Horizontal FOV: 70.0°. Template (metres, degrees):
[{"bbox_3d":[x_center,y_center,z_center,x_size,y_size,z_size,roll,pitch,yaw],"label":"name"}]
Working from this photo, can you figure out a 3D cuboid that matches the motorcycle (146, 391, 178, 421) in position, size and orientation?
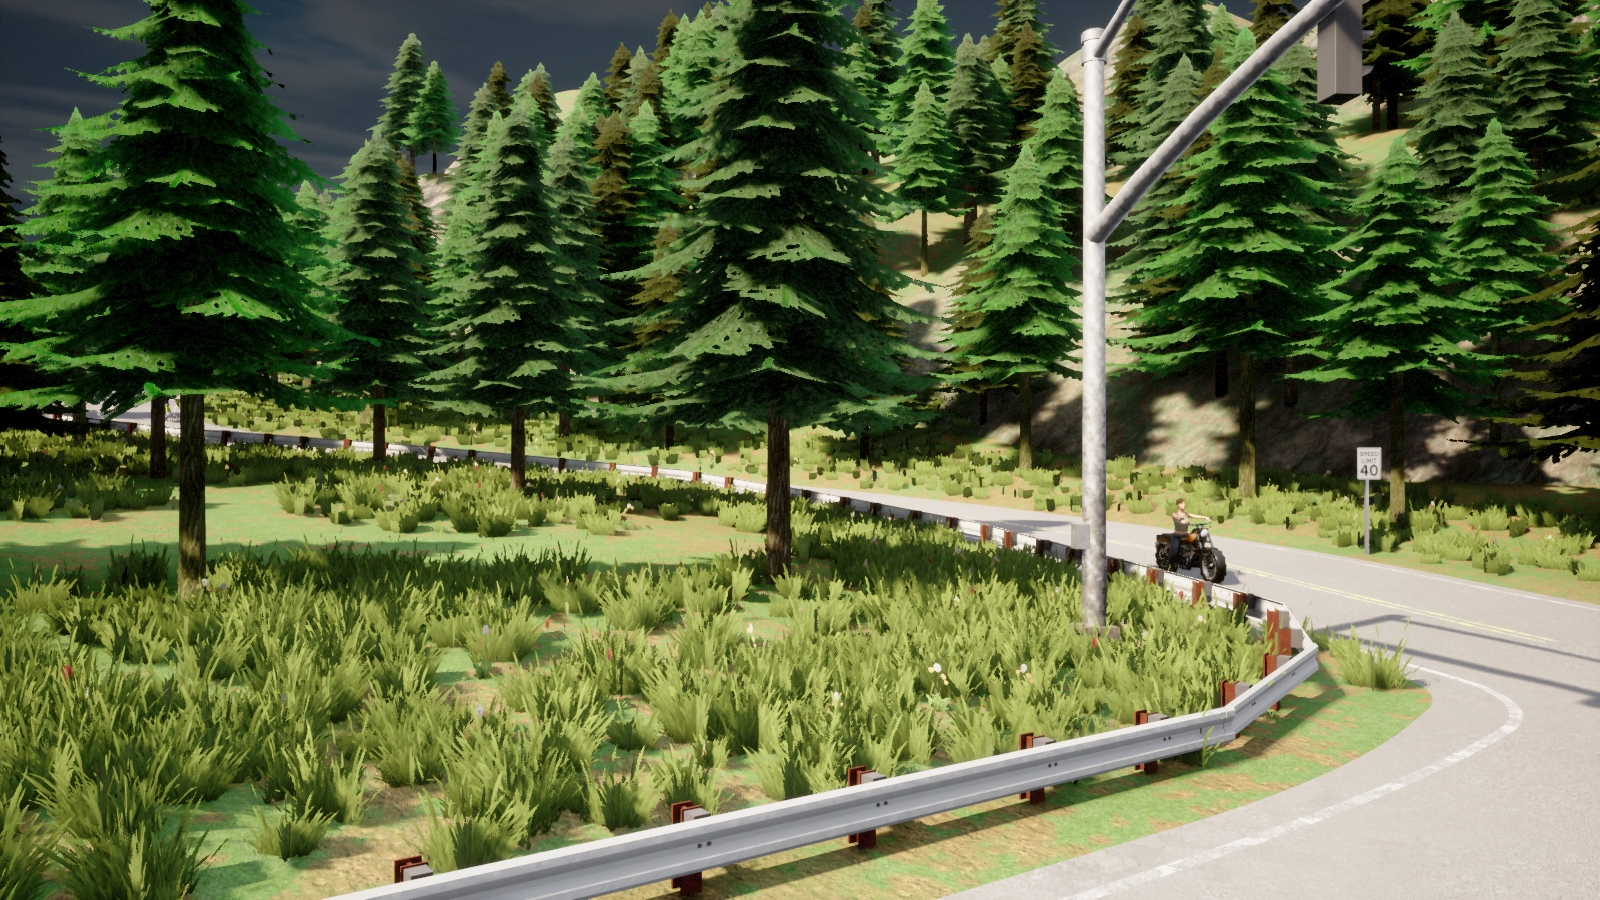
[{"bbox_3d":[-30.167,-2.081,54.018,0.856,1.316,1.805,1,5,-44],"label":"motorcycle"}]
